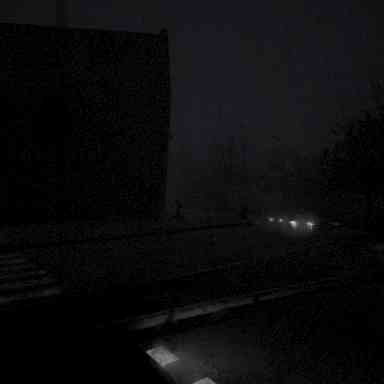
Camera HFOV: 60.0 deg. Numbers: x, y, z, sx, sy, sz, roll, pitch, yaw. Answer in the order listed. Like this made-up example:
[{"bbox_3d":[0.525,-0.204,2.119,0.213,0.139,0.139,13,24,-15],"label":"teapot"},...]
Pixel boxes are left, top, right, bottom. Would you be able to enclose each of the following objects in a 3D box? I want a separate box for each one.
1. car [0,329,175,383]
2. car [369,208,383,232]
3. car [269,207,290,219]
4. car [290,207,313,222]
[{"bbox_3d":[-2.288,1.498,1.680,4.892,1.490,1.837,2,-1,-35],"label":"car"},{"bbox_3d":[14.299,1.870,21.876,2.097,1.767,4.553,4,-2,-33],"label":"car"},{"bbox_3d":[11.533,2.704,43.146,1.994,1.385,4.181,2,-2,33],"label":"car"},{"bbox_3d":[12.001,2.390,36.090,1.882,1.535,5.008,2,-2,16],"label":"car"}]
